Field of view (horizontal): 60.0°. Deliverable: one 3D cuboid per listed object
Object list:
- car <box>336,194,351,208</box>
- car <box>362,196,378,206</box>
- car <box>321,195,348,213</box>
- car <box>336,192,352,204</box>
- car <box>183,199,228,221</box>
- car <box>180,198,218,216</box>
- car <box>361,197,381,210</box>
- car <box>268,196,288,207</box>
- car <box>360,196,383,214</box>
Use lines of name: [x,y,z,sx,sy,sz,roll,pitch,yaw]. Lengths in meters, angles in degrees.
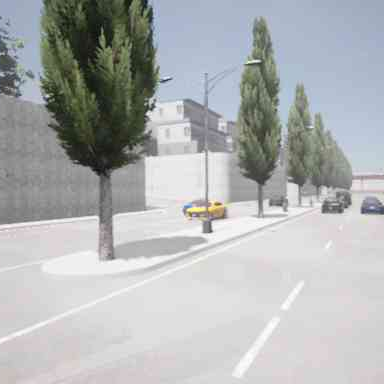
car: [18.426,1.357,41.686,1.994,1.385,4.181,0,0,28]
car: [25.817,1.288,48.379,1.994,1.385,4.181,0,0,28]
car: [14.315,1.329,33.826,2.128,1.511,4.902,0,0,28]
car: [22.730,0.968,50.033,2.150,2.045,5.566,0,0,28]
car: [1.289,1.431,26.647,1.882,1.535,5.008,0,0,28]
car: [0.832,1.430,33.075,1.882,1.535,5.008,0,0,25]
car: [21.614,1.317,40.230,2.033,1.411,5.357,0,0,28]
car: [12.332,1.297,47.450,1.882,1.535,5.008,0,-1,28]
car: [17.359,1.379,32.098,1.994,1.385,4.181,0,0,28]
